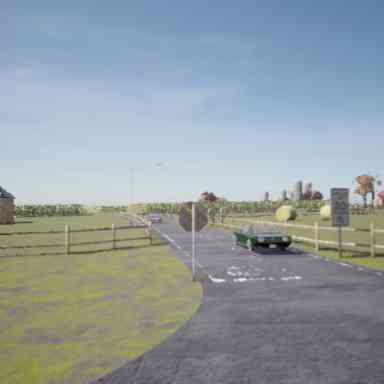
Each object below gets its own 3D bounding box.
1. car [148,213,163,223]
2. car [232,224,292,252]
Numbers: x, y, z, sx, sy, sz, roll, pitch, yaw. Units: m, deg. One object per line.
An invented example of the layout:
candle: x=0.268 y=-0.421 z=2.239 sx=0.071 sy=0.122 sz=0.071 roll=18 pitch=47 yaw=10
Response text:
car: x=-5.496 y=3.840 z=49.453 sx=2.128 sy=1.511 sz=4.902 roll=0 pitch=-3 yaw=-13
car: x=3.562 y=2.388 z=17.962 sx=1.895 sy=1.301 sz=4.718 roll=0 pitch=-3 yaw=-7
